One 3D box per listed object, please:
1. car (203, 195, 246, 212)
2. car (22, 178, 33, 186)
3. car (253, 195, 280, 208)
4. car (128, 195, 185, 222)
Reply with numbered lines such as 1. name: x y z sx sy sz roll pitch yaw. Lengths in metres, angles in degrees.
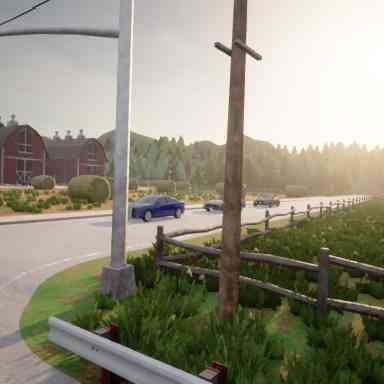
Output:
1. car: 3.026 0.992 29.481 2.033 1.411 5.357 3 2 33
2. car: -38.961 -2.351 79.378 1.905 1.878 3.866 8 2 -13
3. car: 8.542 0.992 37.836 1.994 1.385 4.181 3 2 33
4. car: -2.413 0.939 21.219 1.882 1.535 5.008 3 2 33
